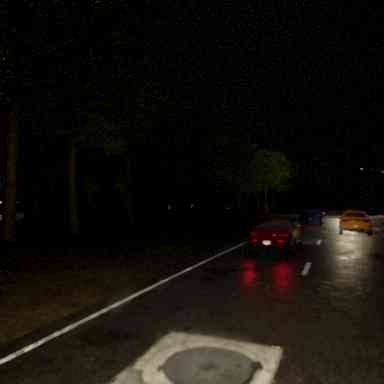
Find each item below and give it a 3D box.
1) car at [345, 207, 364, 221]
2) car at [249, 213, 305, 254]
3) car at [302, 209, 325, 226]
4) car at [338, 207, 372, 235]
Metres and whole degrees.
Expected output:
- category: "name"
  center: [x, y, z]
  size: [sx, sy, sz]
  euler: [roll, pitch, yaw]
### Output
- category: "car"
  center: [19.295, 2.584, 39.420]
  size: [1.882, 1.535, 5.008]
  euler: [-1, -3, 28]
- category: "car"
  center: [3.870, 1.874, 15.176]
  size: [1.812, 1.442, 4.674]
  euler: [-1, -2, 24]
- category: "car"
  center: [11.510, 2.328, 31.620]
  size: [1.882, 1.535, 5.008]
  euler: [-1, -2, 26]
- category: "car"
  center: [11.222, 2.022, 22.942]
  size: [1.882, 1.535, 5.008]
  euler: [-1, -2, 25]
